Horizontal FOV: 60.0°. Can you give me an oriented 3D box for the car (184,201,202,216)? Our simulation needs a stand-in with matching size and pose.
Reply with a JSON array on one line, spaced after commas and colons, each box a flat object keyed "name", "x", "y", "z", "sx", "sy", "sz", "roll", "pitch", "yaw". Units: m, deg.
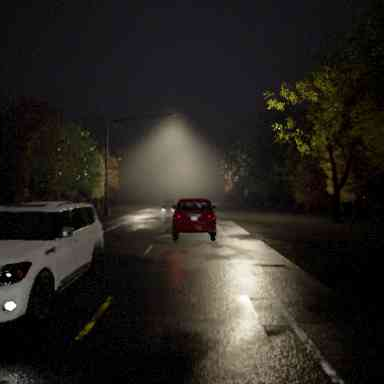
[{"name": "car", "x": 0.114, "y": 1.719, "z": 35.725, "sx": 1.812, "sy": 1.442, "sz": 4.674, "roll": 0, "pitch": 0, "yaw": 0}]

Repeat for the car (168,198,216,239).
[{"name": "car", "x": 0.107, "y": 1.319, "z": 17.940, "sx": 2.150, "sy": 2.045, "sz": 5.566, "roll": 0, "pitch": 0, "yaw": 0}]

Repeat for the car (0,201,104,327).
[{"name": "car", "x": -3.598, "y": 1.262, "z": 7.457, "sx": 2.150, "sy": 2.045, "sz": 5.566, "roll": 0, "pitch": 0, "yaw": 0}]

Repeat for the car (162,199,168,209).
[{"name": "car", "x": -3.550, "y": 1.784, "z": 51.399, "sx": 1.837, "sy": 1.490, "sz": 4.892, "roll": 0, "pitch": -1, "yaw": 0}]
